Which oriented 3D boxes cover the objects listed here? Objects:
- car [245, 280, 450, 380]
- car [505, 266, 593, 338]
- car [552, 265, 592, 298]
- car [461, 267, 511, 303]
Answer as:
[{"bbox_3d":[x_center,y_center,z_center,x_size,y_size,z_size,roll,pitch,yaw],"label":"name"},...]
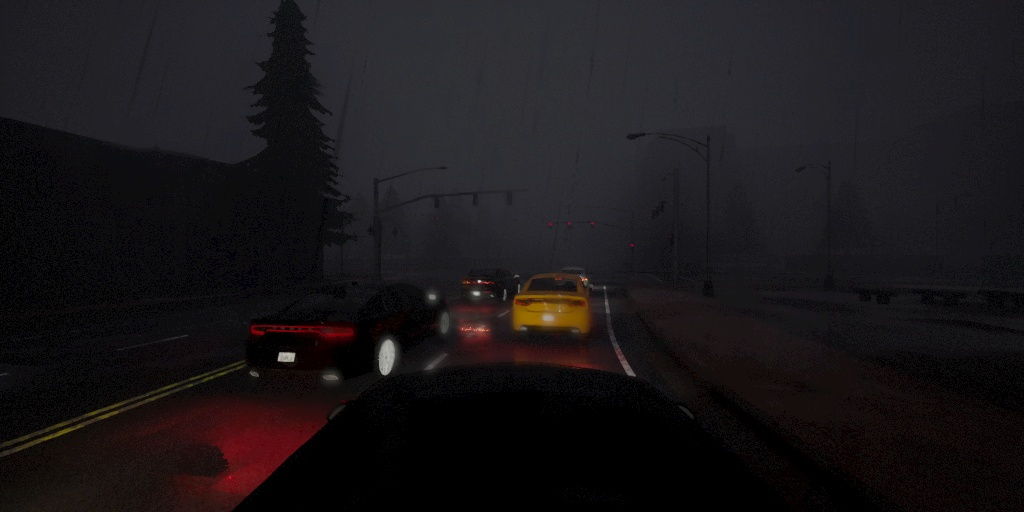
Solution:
[{"bbox_3d":[-2.764,1.228,7.347,1.882,1.535,5.008,0,0,7],"label":"car"},{"bbox_3d":[1.301,1.228,10.377,1.882,1.535,5.008,0,0,11],"label":"car"},{"bbox_3d":[3.369,1.274,19.407,1.812,1.442,4.674,0,0,14],"label":"car"},{"bbox_3d":[-0.860,1.255,16.651,1.837,1.490,4.892,0,0,13],"label":"car"}]
